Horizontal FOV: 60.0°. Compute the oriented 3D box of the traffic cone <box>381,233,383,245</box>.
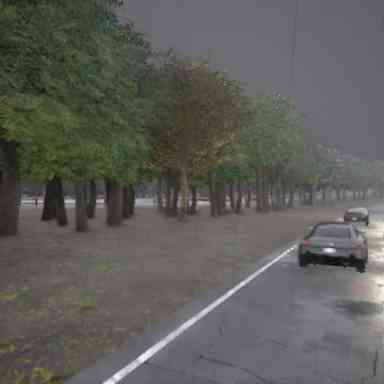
[{"bbox_3d":[9.193,2.188,15.655,0.340,0.580,0.340,0,-1,27],"label":"traffic cone"}]

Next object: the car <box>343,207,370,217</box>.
[{"bbox_3d":[13.674,1.935,27.659,1.812,1.442,4.674,0,-1,29],"label":"car"}]

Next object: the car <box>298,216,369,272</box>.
[{"bbox_3d":[4.991,1.730,11.627,1.994,1.385,4.181,0,-1,27],"label":"car"}]
